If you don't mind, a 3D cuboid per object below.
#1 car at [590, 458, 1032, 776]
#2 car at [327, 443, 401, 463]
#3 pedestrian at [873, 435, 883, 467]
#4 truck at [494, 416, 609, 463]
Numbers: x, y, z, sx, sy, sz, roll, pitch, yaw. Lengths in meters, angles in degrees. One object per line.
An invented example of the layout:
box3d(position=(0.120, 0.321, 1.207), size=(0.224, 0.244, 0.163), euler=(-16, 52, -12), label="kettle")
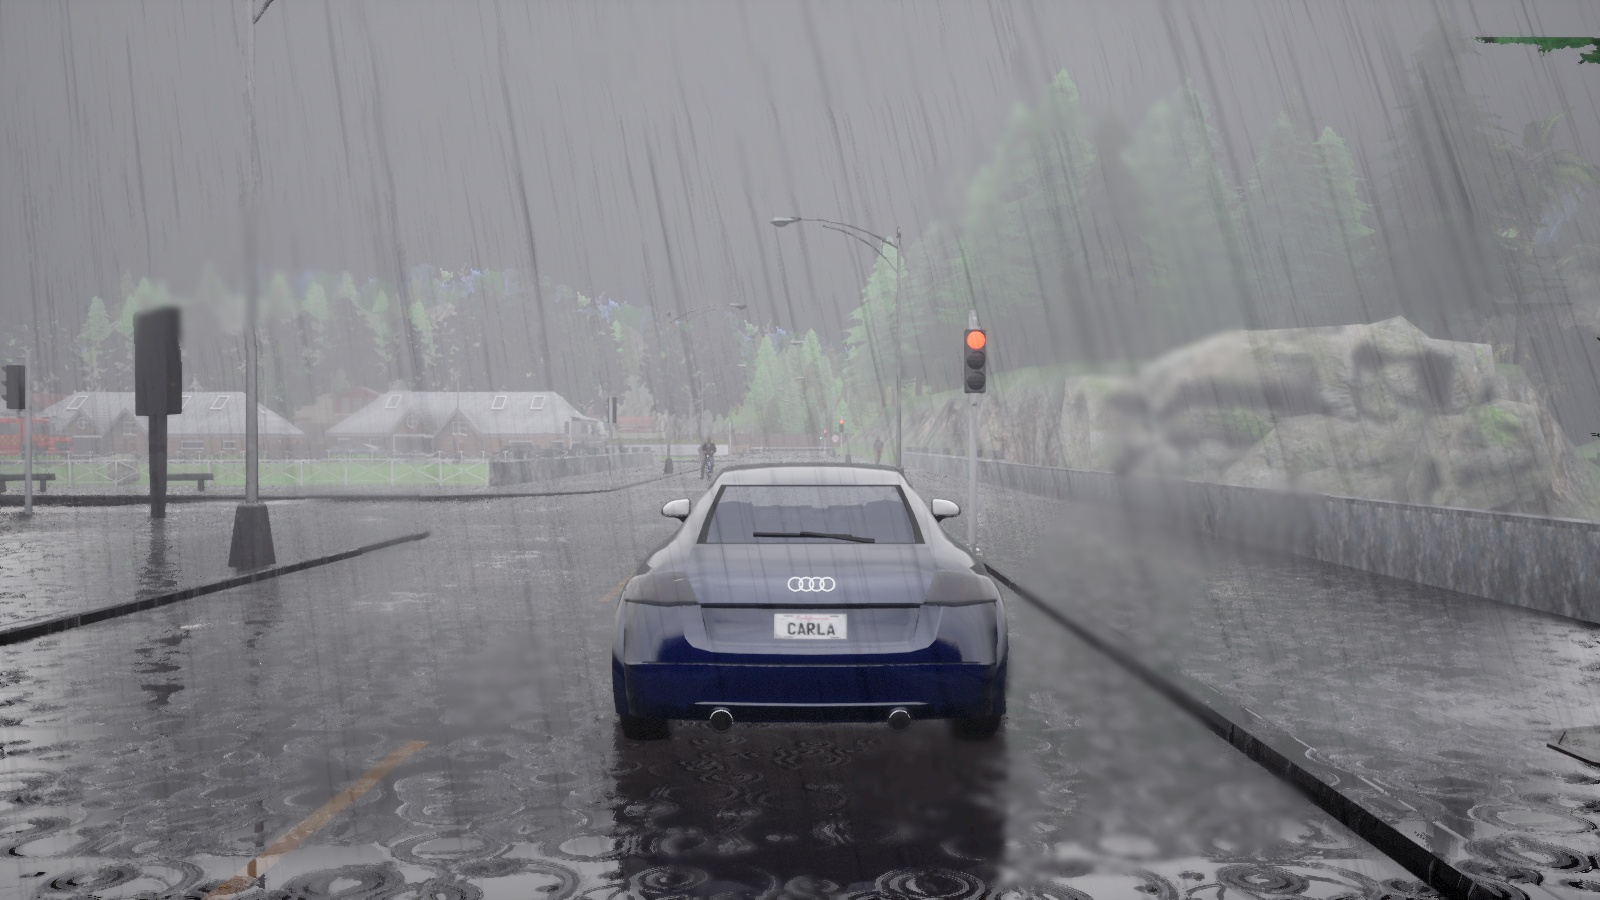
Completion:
box3d(position=(0.066, 0.767, 7.763), size=(1.994, 1.385, 4.181), euler=(0, 0, 1), label="car")
box3d(position=(-32.314, 0.194, 93.166), size=(4.792, 1.488, 2.163), euler=(0, 0, 0), label="car")
box3d(position=(4.408, 0.058, 71.265), size=(0.540, 1.848, 0.694), euler=(0, 0, 1), label="pedestrian")
box3d(position=(-18.355, -0.776, 93.081), size=(7.936, 3.462, 2.891), euler=(0, 0, 0), label="truck")
